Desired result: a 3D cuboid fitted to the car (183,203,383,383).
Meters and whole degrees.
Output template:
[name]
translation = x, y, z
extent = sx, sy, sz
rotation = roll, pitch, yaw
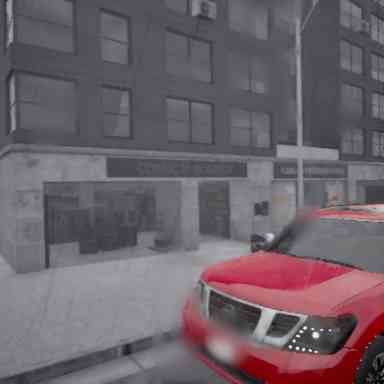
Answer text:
[car]
translation = 2.560, 1.224, 4.904
extent = 5.566, 2.045, 2.150
rotation = 0, 0, -35
